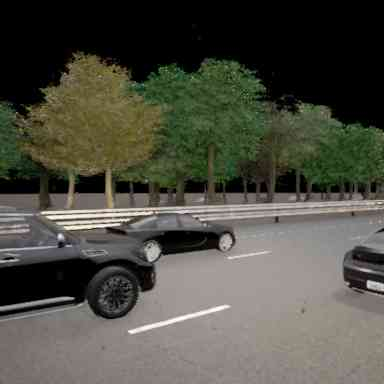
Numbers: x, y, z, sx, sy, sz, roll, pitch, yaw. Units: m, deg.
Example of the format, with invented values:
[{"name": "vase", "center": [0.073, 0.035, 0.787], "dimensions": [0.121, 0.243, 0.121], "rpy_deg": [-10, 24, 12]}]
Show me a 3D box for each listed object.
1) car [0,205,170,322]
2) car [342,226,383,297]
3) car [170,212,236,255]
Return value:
[{"name": "car", "center": [-3.362, 1.220, 5.647], "dimensions": [5.566, 2.045, 2.150], "rpy_deg": [0, 0, -35]}, {"name": "car", "center": [5.370, 1.484, 7.568], "dimensions": [4.892, 1.490, 1.837], "rpy_deg": [0, 0, -35]}, {"name": "car", "center": [-0.619, 1.462, 11.897], "dimensions": [5.008, 1.535, 1.882], "rpy_deg": [0, 0, -35]}]
